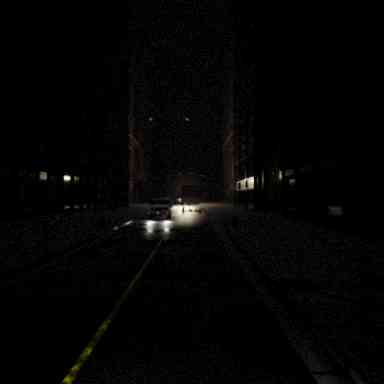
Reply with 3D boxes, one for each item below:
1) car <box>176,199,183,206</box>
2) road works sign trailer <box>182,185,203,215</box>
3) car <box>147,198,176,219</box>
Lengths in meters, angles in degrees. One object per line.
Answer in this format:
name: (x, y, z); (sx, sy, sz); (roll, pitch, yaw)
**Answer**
car: (-3.074, 2.288, 75.517); (2.128, 1.511, 4.902); (0, -1, 0)
road works sign trailer: (-0.039, 0.913, 40.028); (2.380, 3.560, 2.880); (0, -1, 0)
car: (-3.131, 1.590, 33.399); (2.150, 2.045, 5.566); (0, -1, 0)
